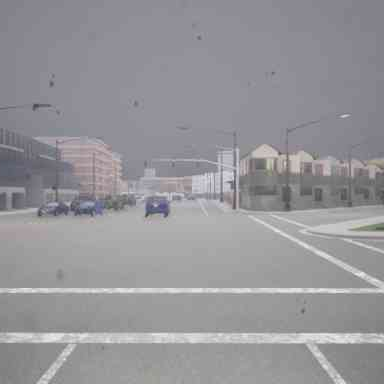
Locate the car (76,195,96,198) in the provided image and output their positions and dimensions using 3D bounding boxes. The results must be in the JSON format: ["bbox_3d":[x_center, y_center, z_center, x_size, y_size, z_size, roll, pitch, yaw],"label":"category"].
[{"bbox_3d":[-14.169,1.428,43.819,2.150,2.045,5.566,0,0,0],"label":"car"}]

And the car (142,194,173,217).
[{"bbox_3d":[-3.413,1.426,33.906,2.150,2.045,5.566,0,0,0],"label":"car"}]

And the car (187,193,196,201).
[{"bbox_3d":[-0.131,1.420,77.859,1.895,1.301,4.718,0,-1,0],"label":"car"}]

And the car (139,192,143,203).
[{"bbox_3d":[-10.643,1.119,65.381,2.150,2.045,5.566,0,1,0],"label":"car"}]

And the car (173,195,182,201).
[{"bbox_3d":[-3.630,1.345,77.408,2.128,1.511,4.902,0,-1,0],"label":"car"}]

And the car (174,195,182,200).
[{"bbox_3d":[-3.648,1.379,87.866,1.895,1.301,4.718,0,-2,0],"label":"car"}]

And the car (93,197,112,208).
[{"bbox_3d":[-14.176,1.641,53.116,1.812,1.442,4.674,0,1,0],"label":"car"}]

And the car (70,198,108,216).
[{"bbox_3d":[-10.660,1.671,34.685,1.882,1.535,5.008,0,0,0],"label":"car"}]

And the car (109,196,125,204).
[{"bbox_3d":[-14.143,1.500,62.940,1.994,1.385,4.181,0,1,1],"label":"car"}]

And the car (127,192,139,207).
[{"bbox_3d":[-10.677,1.307,54.963,2.150,2.045,5.566,0,1,0],"label":"car"}]

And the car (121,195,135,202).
[{"bbox_3d":[-14.124,1.364,73.439,2.033,1.411,5.357,0,0,0],"label":"car"}]

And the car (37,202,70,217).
[{"bbox_3d":[-14.161,1.718,34.248,1.812,1.442,4.674,0,0,0],"label":"car"}]

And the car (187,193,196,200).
[{"bbox_3d":[-0.148,1.139,87.819,2.097,1.767,4.553,0,-2,0],"label":"car"}]

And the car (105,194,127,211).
[{"bbox_3d":[-10.665,1.421,44.617,2.150,2.045,5.566,0,1,1],"label":"car"}]

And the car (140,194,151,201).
[{"bbox_3d":[-10.628,1.299,75.944,1.882,1.535,5.008,0,0,0],"label":"car"}]
